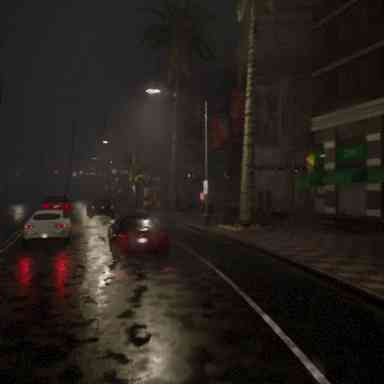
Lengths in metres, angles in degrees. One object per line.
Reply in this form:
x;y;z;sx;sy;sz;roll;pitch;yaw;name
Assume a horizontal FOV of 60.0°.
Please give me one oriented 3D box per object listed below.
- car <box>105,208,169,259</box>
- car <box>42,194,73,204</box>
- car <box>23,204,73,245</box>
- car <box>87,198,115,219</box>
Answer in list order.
-2.158;1.546;12.784;1.994;1.385;4.181;0;0;-15;car
-10.873;1.211;26.952;2.150;2.045;5.566;0;0;-21;car
-6.615;1.522;15.473;1.812;1.442;4.674;0;0;-19;car
-8.150;1.323;29.564;2.097;1.767;4.553;0;0;-21;car
